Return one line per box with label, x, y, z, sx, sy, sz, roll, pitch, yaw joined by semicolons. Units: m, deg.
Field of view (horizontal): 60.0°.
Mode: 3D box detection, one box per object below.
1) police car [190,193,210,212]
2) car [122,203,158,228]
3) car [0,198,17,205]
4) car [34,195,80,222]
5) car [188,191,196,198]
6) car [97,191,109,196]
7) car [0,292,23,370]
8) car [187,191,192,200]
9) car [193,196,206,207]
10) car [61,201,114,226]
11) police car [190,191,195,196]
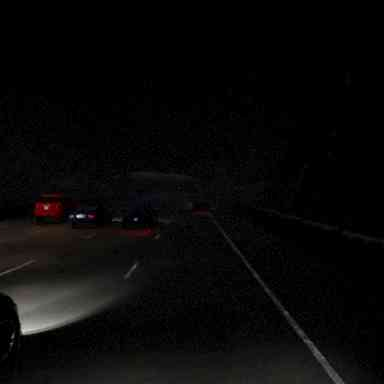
police car;1.045;1.329;38.364;1.930;1.638;5.238;0;1;0
car;-3.403;1.485;22.545;1.882;1.535;5.008;0;0;0
car;-21.106;1.443;36.768;1.812;1.442;4.674;0;1;0
car;-10.392;1.213;26.453;2.150;2.045;5.566;0;0;0
car;-0.010;0.639;86.147;1.837;1.490;4.892;0;1;0
car;-21.011;0.568;78.689;1.837;1.490;4.892;0;1;0
car;-3.400;1.577;3.039;1.994;1.385;4.181;0;0;0
car;-0.008;0.708;71.067;2.097;1.767;4.553;0;1;0
car;1.043;1.318;48.264;1.812;1.442;4.674;0;1;0
car;-6.903;1.552;23.205;2.033;1.411;5.357;0;0;0
police car;1.042;1.135;54.379;1.930;1.638;5.238;0;1;0
